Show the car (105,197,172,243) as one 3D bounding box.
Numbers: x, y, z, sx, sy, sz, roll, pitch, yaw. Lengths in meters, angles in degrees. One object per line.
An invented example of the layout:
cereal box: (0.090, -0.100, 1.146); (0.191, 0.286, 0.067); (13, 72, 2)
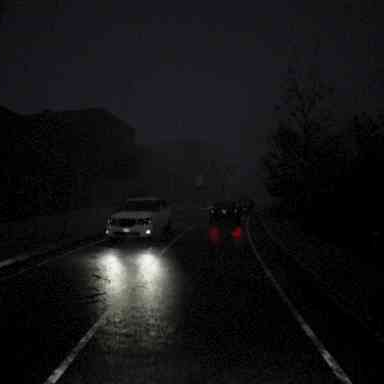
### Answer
car: (-2.443, 1.273, 16.759); (2.150, 2.045, 5.566); (-1, 0, 7)

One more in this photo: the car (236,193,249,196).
car: (8.536, 1.282, 57.277); (2.150, 2.045, 5.566); (-2, 0, 23)

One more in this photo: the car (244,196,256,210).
car: (6.812, 1.539, 41.968); (2.033, 1.411, 5.357); (-2, 0, 18)

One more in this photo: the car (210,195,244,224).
car: (2.567, 1.369, 24.796); (2.097, 1.767, 4.553); (-1, 0, 10)
